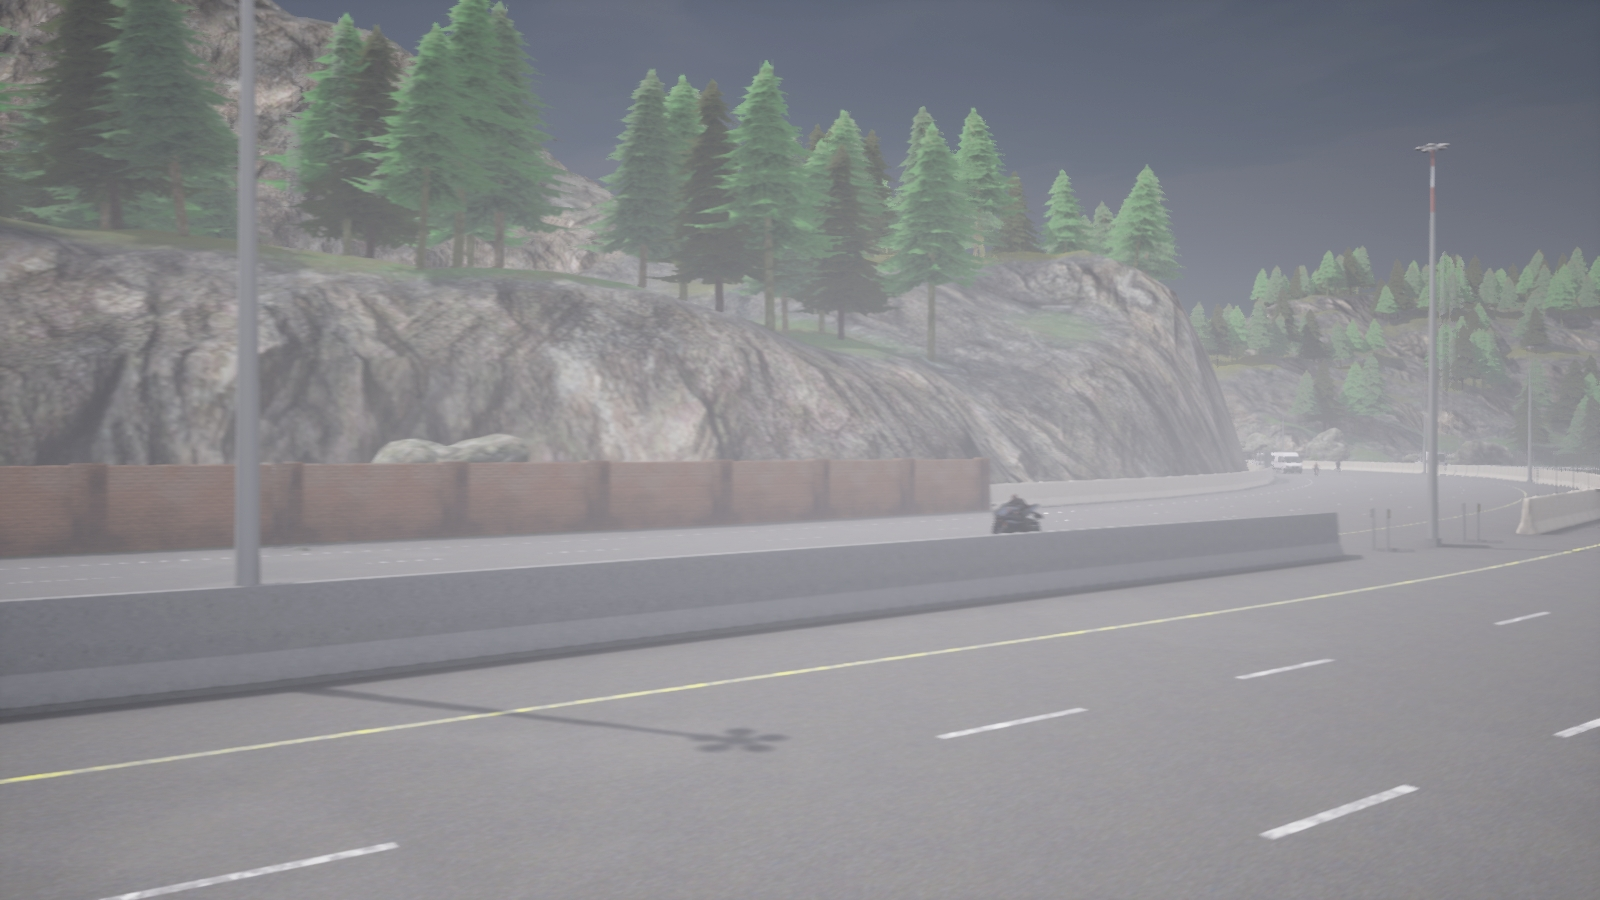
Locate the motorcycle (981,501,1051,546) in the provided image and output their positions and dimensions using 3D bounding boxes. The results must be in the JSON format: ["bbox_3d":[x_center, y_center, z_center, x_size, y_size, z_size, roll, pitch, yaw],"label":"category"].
[{"bbox_3d":[6.598,2.207,34.802,2.209,1.251,0.867,0,-1,-40],"label":"motorcycle"}]
